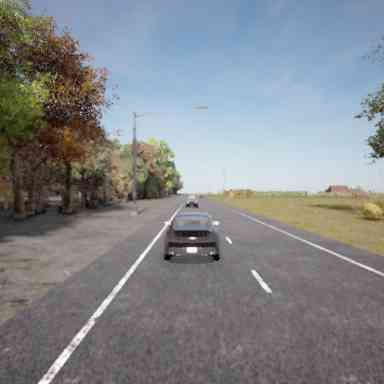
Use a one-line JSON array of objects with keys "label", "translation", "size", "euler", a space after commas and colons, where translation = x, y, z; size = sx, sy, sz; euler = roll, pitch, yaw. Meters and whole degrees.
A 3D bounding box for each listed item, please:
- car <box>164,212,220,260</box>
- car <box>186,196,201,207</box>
[{"label": "car", "translation": [0.000, 1.536, 12.622], "size": [1.837, 1.490, 4.892], "euler": [0, 0, 0]}, {"label": "car", "translation": [-0.005, 1.694, 52.628], "size": [1.895, 1.301, 4.718], "euler": [0, 0, 0]}]
